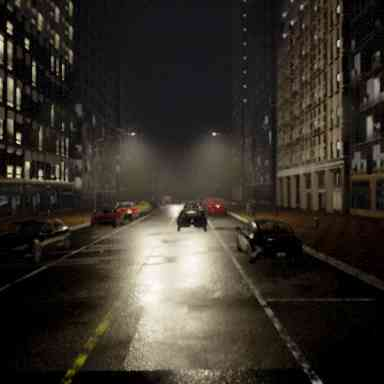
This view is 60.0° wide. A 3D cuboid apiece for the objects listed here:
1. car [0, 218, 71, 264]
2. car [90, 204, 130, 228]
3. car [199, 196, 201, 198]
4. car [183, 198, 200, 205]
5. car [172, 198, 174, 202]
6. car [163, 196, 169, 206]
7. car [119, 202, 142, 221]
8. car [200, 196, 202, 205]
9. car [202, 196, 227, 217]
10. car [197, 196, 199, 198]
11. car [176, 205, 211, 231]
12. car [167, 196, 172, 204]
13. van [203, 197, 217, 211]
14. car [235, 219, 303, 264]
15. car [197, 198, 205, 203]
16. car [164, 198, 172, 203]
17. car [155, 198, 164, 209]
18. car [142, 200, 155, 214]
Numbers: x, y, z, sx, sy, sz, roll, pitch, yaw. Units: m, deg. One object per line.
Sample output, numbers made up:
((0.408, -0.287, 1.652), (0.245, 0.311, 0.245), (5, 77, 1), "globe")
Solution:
((-5.753, 1.645, 11.976), (2.008, 1.369, 4.403), (-1, 0, 0), "car")
((-5.811, 1.757, 23.343), (1.802, 1.307, 4.206), (-1, 0, 0), "car")
((2.420, 1.802, 51.805), (1.967, 1.590, 4.097), (-1, 0, 0), "car")
((-0.105, 1.779, 40.642), (2.128, 1.511, 4.902), (0, 0, 0), "car")
((-6.109, 1.885, 80.180), (2.192, 1.841, 5.009), (-1, 0, 0), "car")
((-6.018, 2.004, 63.128), (2.008, 1.369, 4.403), (-1, 0, 0), "car")
((-5.842, 1.655, 29.027), (1.967, 1.590, 4.097), (-1, 0, 0), "car")
((2.478, 1.598, 40.440), (2.192, 1.841, 5.009), (-1, 0, 0), "car")
((2.507, 1.558, 34.756), (2.192, 1.841, 5.009), (-1, 0, 0), "car")
((2.361, 1.881, 63.172), (1.967, 1.590, 4.097), (-1, 0, 0), "car")
((-0.009, 1.756, 21.849), (1.895, 1.301, 4.718), (0, 0, 0), "car")
((-6.078, 1.971, 74.495), (1.967, 1.590, 4.097), (-1, 0, 0), "car")
((2.449, 1.663, 46.122), (1.690, 1.788, 3.998), (-1, 0, 0), "van")
((2.628, 1.633, 12.020), (2.008, 1.369, 4.403), (-1, 0, 0), "car")
((2.245, 2.147, 85.905), (2.008, 1.369, 4.403), (-1, 0, 0), "car")
((-6.136, 2.191, 85.861), (1.802, 1.307, 4.206), (-1, 0, 0), "car")
((-5.959, 1.940, 51.761), (1.947, 1.339, 4.313), (-1, 0, 0), "car")
((-5.899, 1.819, 40.224), (1.752, 1.417, 4.829), (-1, 0, 0), "car")
